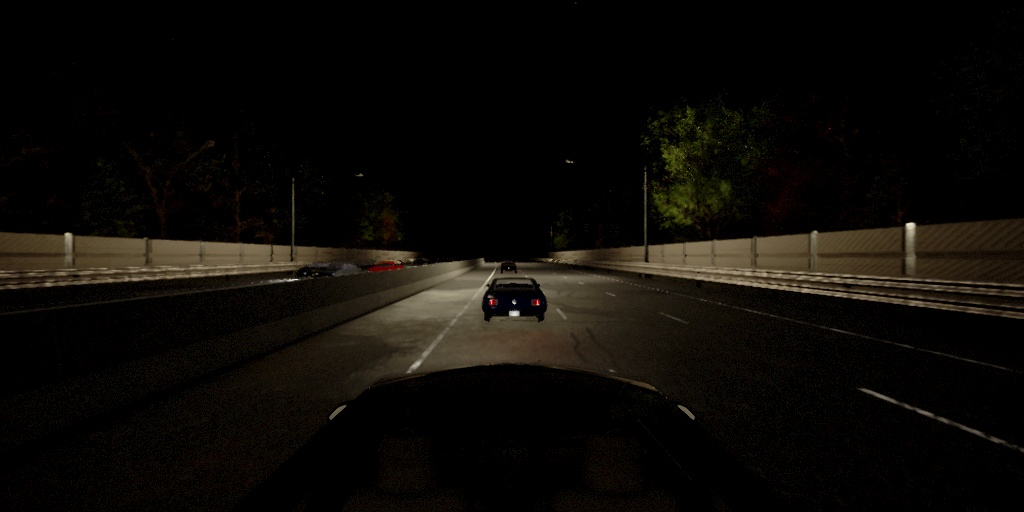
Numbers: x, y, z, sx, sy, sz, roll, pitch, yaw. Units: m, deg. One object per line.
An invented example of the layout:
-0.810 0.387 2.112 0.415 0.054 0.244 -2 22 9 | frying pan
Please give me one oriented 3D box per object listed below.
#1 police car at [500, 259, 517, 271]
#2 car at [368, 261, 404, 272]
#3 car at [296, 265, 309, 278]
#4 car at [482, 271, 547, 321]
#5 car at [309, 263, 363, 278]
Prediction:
-0.429 1.187 44.261 1.930 1.638 5.238 0 0 -1 | police car
-10.858 1.235 31.210 1.882 1.535 5.008 0 0 -1 | car
-17.888 1.321 32.941 1.994 1.385 4.181 0 0 -1 | car
0.058 1.354 12.428 1.895 1.301 4.718 0 0 0 | car
-14.339 1.305 30.041 2.033 1.411 5.357 0 0 -1 | car
